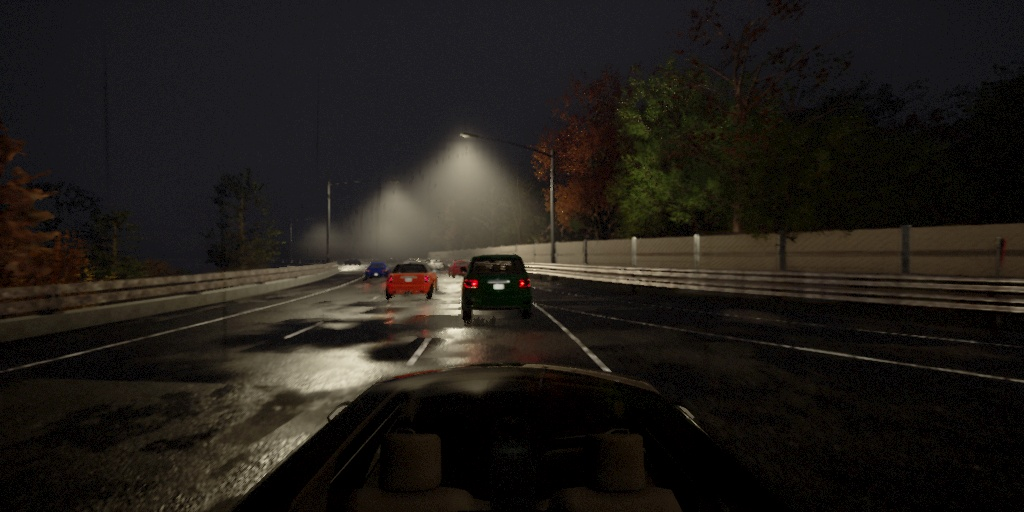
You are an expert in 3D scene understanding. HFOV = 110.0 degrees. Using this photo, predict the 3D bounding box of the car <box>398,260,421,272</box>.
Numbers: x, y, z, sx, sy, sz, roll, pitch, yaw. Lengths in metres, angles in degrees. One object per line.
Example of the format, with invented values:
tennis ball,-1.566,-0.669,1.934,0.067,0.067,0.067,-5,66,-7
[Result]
car,-13.245,1.253,46.030,2.033,1.411,5.357,0,0,-24

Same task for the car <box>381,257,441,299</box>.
car,-4.948,1.085,18.181,2.097,1.767,4.553,0,0,-8

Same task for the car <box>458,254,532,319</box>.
car,-0.662,0.954,12.867,2.150,2.045,5.566,0,0,-6

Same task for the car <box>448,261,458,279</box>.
car,-4.698,1.183,32.514,1.882,1.535,5.008,0,0,-16

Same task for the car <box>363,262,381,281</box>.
car,-11.145,1.255,29.966,1.812,1.442,4.674,0,0,-16

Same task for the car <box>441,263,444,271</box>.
car,-10.438,1.218,48.104,1.812,1.442,4.674,0,0,-25
